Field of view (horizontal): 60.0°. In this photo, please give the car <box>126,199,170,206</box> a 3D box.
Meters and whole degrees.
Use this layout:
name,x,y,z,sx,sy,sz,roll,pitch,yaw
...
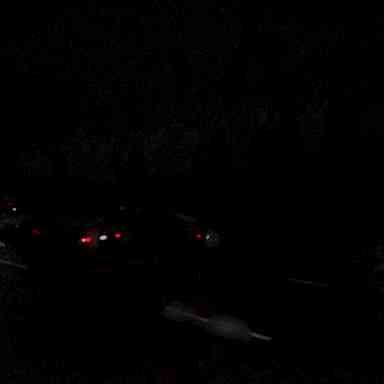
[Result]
name,x,y,z,sx,sy,sz,roll,pitch,yaw
car,-3.047,1.208,19.237,4.553,1.767,2.097,1,0,37

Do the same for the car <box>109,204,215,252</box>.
name,x,y,z,sx,sy,sz,roll,pitch,yaw
car,-1.251,1.432,13.514,4.674,1.442,1.812,1,0,37

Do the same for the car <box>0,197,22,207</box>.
name,x,y,z,sx,sy,sz,roll,pitch,yaw
car,-17.013,1.176,29.681,4.892,1.490,1.837,1,0,37

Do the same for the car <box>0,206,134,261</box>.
name,x,y,z,sx,sy,sz,roll,pitch,yaw
car,-4.747,1.435,11.769,5.357,1.411,2.033,1,0,37
